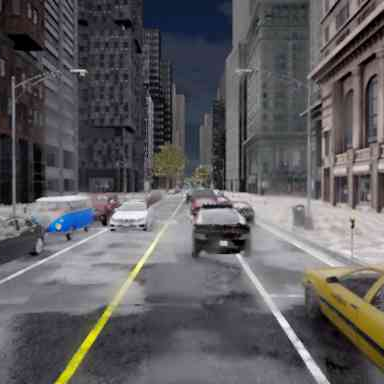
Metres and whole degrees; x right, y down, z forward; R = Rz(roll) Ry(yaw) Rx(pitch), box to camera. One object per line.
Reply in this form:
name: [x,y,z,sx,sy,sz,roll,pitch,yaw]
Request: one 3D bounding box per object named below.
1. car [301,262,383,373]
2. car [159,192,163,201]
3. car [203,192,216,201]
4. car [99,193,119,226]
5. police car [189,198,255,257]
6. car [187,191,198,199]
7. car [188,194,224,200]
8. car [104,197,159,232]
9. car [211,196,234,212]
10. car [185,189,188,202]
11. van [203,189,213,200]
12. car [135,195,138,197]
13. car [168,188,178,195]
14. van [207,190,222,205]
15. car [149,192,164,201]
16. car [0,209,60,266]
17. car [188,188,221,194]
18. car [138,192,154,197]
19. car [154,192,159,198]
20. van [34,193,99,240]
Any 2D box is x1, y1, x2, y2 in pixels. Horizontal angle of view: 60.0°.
car: [2.776,1.456,4.150,1.752,1.417,4.829,0,1,0]
car: [-5.717,0.761,48.203,1.887,1.381,4.507,0,1,0]
car: [2.843,0.673,53.699,1.887,1.381,4.507,0,1,0]
car: [-5.743,0.979,20.576,2.192,1.841,5.009,0,1,0]
police car: [0.915,1.226,12.128,1.930,1.638,5.238,0,1,0]
car: [0.076,0.541,63.224,1.994,1.385,4.181,0,1,0]
car: [0.855,1.119,22.007,1.882,1.535,5.008,0,1,-1]
car: [-3.077,1.233,17.884,1.812,1.442,4.674,0,1,0]
car: [2.813,1.067,31.603,1.802,1.307,4.206,0,1,0]
car: [0.073,0.701,49.544,1.837,1.490,4.892,0,1,0]
van: [2.852,0.381,59.220,1.690,1.788,3.998,0,1,0]
car: [-5.738,1.119,26.104,1.887,1.381,4.507,0,1,0]
car: [-5.656,0.059,91.646,1.752,1.417,4.829,0,1,0]
van: [2.829,0.647,42.648,1.690,1.788,3.998,0,1,0]
car: [-5.712,0.672,53.727,1.887,1.381,4.507,0,1,0]
car: [-5.755,1.394,9.530,2.008,1.369,4.403,0,1,0]
car: [0.934,0.767,28.044,2.150,2.045,5.566,0,1,0]
car: [-5.728,0.923,36.983,1.752,1.417,4.829,0,1,0]
car: [-5.722,0.850,42.678,1.887,1.381,4.507,0,1,0]
van: [-5.749,1.095,15.051,1.690,1.788,3.998,0,1,0]
